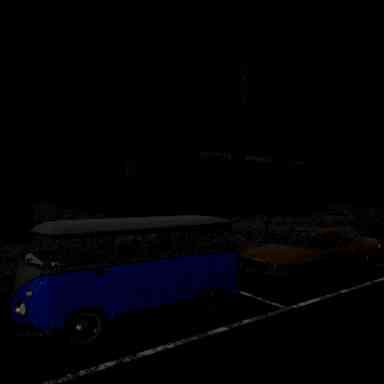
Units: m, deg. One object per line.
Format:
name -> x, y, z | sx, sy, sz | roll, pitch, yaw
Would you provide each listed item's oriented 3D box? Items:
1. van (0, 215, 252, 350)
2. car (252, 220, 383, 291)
van -> -1.006, 1.341, 5.928 | 3.998, 1.788, 1.690 | 0, 0, -35
car -> 3.291, 1.526, 8.976 | 4.829, 1.417, 1.752 | 0, 0, -35
